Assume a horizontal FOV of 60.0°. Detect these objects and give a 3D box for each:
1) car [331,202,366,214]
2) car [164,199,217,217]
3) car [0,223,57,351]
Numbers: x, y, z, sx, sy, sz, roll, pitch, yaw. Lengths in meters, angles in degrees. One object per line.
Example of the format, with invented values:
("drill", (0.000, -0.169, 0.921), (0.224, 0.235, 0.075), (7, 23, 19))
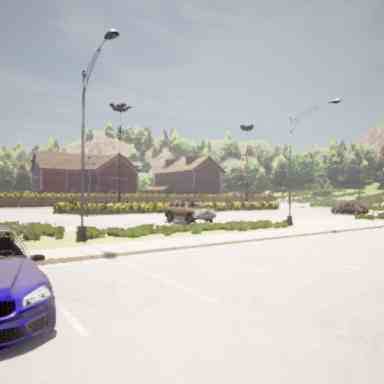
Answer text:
("car", (18.059, 1.878, 38.149), (1.784, 1.438, 3.905), (1, 0, -35))
("car", (-0.217, 1.451, 25.065), (1.932, 1.855, 4.605), (1, 0, -35))
("car", (-4.050, 1.483, 6.159), (2.242, 1.667, 4.611), (1, 0, -35))
